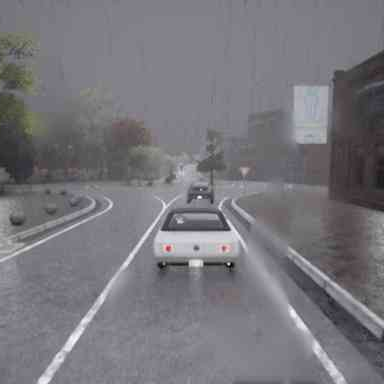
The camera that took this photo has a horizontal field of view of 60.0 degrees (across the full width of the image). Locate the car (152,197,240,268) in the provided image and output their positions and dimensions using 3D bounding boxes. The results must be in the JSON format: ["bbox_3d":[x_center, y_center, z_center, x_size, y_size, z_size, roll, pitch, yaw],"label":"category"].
[{"bbox_3d":[0.090,1.066,9.214,1.895,1.301,4.718,0,4,0],"label":"car"}]

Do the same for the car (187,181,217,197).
[{"bbox_3d":[0.745,-0.057,24.796,1.837,1.490,4.892,0,4,5],"label":"car"}]
